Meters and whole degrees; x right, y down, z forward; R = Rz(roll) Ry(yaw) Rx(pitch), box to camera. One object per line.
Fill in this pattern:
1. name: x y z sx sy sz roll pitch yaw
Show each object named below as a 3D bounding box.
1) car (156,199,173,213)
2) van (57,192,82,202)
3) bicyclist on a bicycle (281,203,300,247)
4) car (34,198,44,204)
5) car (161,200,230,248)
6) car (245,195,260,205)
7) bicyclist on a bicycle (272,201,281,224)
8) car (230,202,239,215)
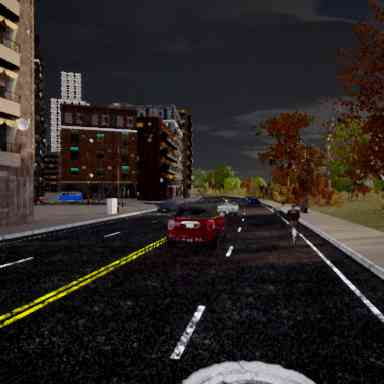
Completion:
1. car: -2.426 1.536 37.185 2.033 1.411 5.357 0 0 10
2. van: -20.780 0.883 56.959 3.998 1.788 1.690 1 -1 -21
3. bicyclist on a bicycle: 4.297 1.365 14.178 0.659 1.776 1.843 0 0 11
4. car: -23.196 1.107 47.091 4.206 1.307 1.802 1 -1 -21
5. car: 0.351 1.348 15.105 2.097 1.767 4.553 0 0 11
6. car: 10.516 1.530 56.992 1.994 1.385 4.181 0 0 8
7. bicyclist on a bicycle: 6.159 1.427 23.870 0.866 1.612 1.509 0 0 10
8. car: 3.639 1.588 33.091 1.895 1.301 4.718 0 0 10
